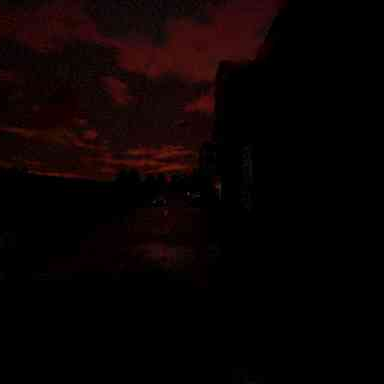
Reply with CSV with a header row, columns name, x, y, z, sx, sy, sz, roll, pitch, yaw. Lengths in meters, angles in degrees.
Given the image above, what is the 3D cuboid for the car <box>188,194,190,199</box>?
name,x,y,z,sx,sy,sz,roll,pitch,yaw
car,0.073,0.905,84.990,2.128,1.511,4.902,0,0,0

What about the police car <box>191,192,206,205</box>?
name,x,y,z,sx,sy,sz,roll,pitch,yaw
police car,1.232,1.082,51.984,1.930,1.638,5.238,0,0,0

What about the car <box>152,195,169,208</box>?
name,x,y,z,sx,sy,sz,roll,pitch,yaw
car,-4.050,1.194,43.585,1.882,1.535,5.008,0,0,0

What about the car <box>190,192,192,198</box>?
name,x,y,z,sx,sy,sz,roll,pitch,yaw
car,1.204,0.860,67.841,2.097,1.767,4.553,-3,0,0
